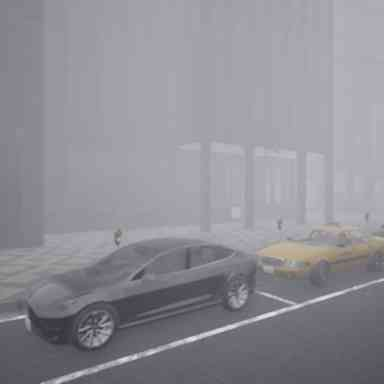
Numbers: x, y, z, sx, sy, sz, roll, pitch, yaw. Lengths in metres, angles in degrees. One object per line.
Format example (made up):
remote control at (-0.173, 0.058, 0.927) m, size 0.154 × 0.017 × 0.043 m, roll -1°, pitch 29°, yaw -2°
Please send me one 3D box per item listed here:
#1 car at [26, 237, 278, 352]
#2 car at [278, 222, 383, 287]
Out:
car at (-0.649, 1.574, 6.188) m, size 4.313 × 1.339 × 1.947 m, roll 0°, pitch 0°, yaw -36°
car at (3.801, 1.548, 9.364) m, size 4.829 × 1.417 × 1.752 m, roll 0°, pitch 0°, yaw -36°
